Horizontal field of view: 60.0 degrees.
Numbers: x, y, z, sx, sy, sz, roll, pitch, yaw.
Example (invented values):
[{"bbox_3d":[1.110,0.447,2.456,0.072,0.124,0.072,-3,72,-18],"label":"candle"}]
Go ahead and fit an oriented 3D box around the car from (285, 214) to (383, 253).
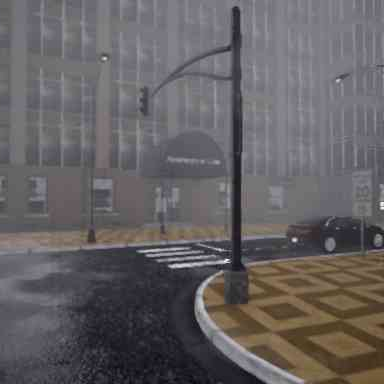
[{"bbox_3d":[6.404,1.743,14.711,4.892,1.490,1.837,1,-2,-25],"label":"car"}]
